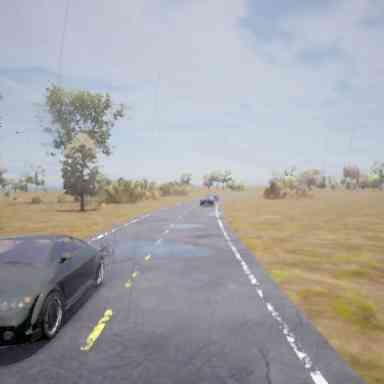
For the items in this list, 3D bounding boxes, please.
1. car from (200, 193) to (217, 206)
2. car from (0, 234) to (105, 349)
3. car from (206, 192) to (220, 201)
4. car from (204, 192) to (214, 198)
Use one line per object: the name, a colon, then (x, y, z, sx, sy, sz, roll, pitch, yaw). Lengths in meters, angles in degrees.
car: (2.120, 1.155, 45.907, 1.895, 1.301, 4.718, 0, 1, 5)
car: (-3.064, 1.519, 6.255, 1.994, 1.385, 4.181, 0, 1, 0)
car: (4.198, 0.927, 63.717, 2.033, 1.411, 5.357, 0, 1, 8)
car: (4.422, 0.668, 84.262, 1.882, 1.535, 5.008, 0, 1, 10)
